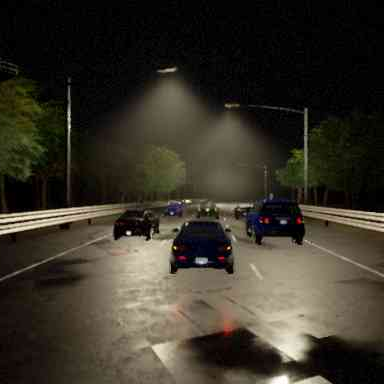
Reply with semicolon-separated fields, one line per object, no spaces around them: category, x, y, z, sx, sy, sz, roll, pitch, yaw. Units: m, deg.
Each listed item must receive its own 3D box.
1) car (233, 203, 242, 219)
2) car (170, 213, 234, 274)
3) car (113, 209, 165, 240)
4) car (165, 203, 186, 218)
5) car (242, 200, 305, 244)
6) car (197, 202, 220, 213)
car;5.172;1.872;33.313;2.128;1.511;4.902;0;-1;5
car;0.324;1.649;10.961;1.812;1.442;4.674;0;-1;2
car;-2.880;1.706;18.159;1.837;1.490;4.892;0;-1;3
car;-1.743;1.915;34.606;1.812;1.442;4.674;0;-1;5
car;4.058;1.415;16.971;2.150;2.045;5.566;0;-1;3
car;1.650;1.728;33.170;2.097;1.767;4.553;0;-1;5
